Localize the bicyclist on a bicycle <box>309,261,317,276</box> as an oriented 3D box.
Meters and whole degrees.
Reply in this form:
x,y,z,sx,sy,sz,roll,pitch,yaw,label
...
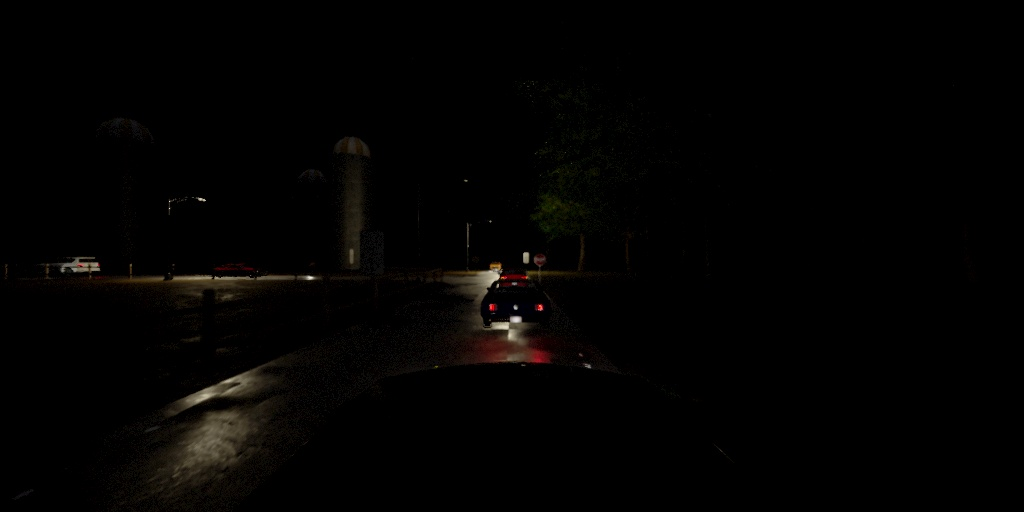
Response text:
x,y,z,sx,sy,sz,roll,pitch,yaw,label
-22.716,1.417,40.891,0.582,1.620,1.656,0,0,0,bicyclist on a bicycle

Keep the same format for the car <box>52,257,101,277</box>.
x,y,z,sx,sy,sz,roll,pitch,yaw,label
-46.780,1.122,37.641,5.566,2.045,2.150,0,0,0,car

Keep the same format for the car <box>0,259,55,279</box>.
x,y,z,sx,sy,sz,roll,pitch,yaw,label
-48.336,1.367,34.804,5.008,1.535,1.882,0,0,0,car

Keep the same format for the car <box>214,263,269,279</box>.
x,y,z,sx,sy,sz,roll,pitch,yaw,label
-26.281,1.447,34.885,4.674,1.442,1.812,1,0,0,car

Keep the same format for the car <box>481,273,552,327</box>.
x,y,z,sx,sy,sz,roll,pitch,yaw,label
0.108,1.391,11.592,1.895,1.301,4.718,0,0,0,car

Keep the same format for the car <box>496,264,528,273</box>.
x,y,z,sx,sy,sz,roll,pitch,yaw,label
0.058,1.405,22.522,1.812,1.442,4.674,0,0,-2,car

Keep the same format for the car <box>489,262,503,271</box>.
x,y,z,sx,sy,sz,roll,pitch,yaw,label
-2.759,1.746,61.280,1.882,1.535,5.008,0,-1,1,car
